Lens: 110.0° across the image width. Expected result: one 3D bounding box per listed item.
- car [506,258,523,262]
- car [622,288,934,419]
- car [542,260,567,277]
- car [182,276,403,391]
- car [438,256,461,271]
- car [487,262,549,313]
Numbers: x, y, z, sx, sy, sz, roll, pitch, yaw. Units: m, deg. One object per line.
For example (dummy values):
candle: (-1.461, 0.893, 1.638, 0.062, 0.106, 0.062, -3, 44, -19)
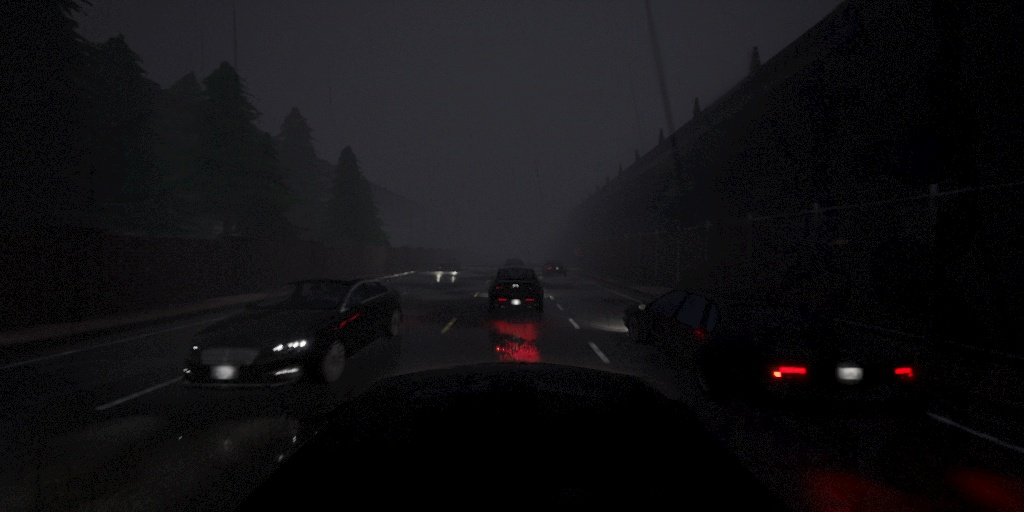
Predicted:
car: (0.188, 0.943, 31.749, 1.882, 1.535, 5.008, 0, 0, 0)
car: (3.595, 1.271, 6.321, 2.033, 1.411, 5.357, 0, 1, 0)
car: (3.687, 1.030, 31.674, 2.033, 1.411, 5.357, 0, 1, 0)
car: (-3.588, 1.176, 6.934, 2.128, 1.511, 4.902, 0, 0, 0)
car: (-6.925, 0.829, 40.056, 1.882, 1.535, 5.008, 0, 0, 1)
car: (0.133, 1.144, 13.421, 1.837, 1.490, 4.892, 0, 1, 0)
